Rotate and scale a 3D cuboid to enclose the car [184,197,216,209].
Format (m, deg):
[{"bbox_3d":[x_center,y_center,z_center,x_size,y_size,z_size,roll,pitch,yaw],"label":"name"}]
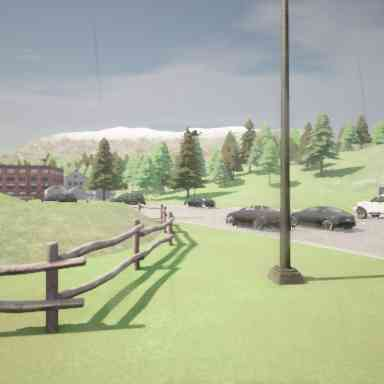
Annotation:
[{"bbox_3d":[1.015,1.505,46.453,4.892,1.490,1.837,0,0,39],"label":"car"}]

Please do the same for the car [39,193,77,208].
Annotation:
[{"bbox_3d":[-19.721,1.227,48.999,5.566,2.045,2.150,0,0,16],"label":"car"}]

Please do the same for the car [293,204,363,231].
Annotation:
[{"bbox_3d":[8.009,1.561,20.854,1.994,1.385,4.181,0,0,-28],"label":"car"}]

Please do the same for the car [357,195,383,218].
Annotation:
[{"bbox_3d":[16.351,1.213,27.635,2.150,2.045,5.566,0,0,-29],"label":"car"}]

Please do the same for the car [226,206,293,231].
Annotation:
[{"bbox_3d":[3.962,1.562,21.000,1.994,1.385,4.181,0,0,-28],"label":"car"}]

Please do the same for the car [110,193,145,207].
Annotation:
[{"bbox_3d":[-9.536,1.224,49.087,5.566,2.045,2.150,0,0,27],"label":"car"}]
